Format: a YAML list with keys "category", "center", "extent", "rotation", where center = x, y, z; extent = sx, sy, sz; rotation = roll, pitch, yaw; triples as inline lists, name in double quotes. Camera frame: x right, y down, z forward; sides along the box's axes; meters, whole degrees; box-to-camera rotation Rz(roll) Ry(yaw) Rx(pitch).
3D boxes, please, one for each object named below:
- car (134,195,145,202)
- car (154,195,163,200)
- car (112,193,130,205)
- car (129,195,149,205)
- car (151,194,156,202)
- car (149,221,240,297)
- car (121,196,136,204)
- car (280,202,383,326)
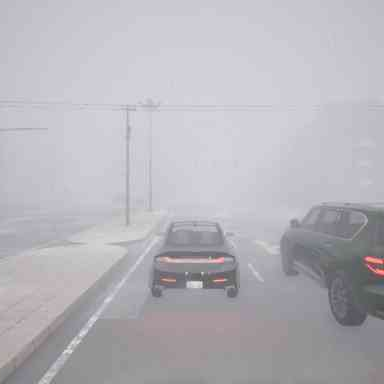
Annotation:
- category: "car"
  center: [-12.613, 1.476, 80.756]
  extent: [1.882, 1.535, 5.008]
  rotation: [0, 0, 0]
- category: "car"
  center: [-9.087, 1.422, 90.681]
  extent: [1.895, 1.301, 4.718]
  rotation: [0, 0, 0]
- category: "car"
  center: [-12.690, 1.219, 59.079]
  extent: [2.150, 2.045, 5.566]
  rotation: [0, 0, -1]
- category: "car"
  center: [-9.185, 1.546, 58.748]
  extent: [2.033, 1.411, 5.357]
  rotation: [0, 0, 0]
- category: "car"
  center: [-9.130, 1.538, 74.526]
  extent: [2.033, 1.411, 5.357]
  rotation: [0, 0, 0]
- category: "car"
  center: [0.074, 1.491, 8.531]
  extent: [2.128, 1.511, 4.902]
  rotation: [0, 0, 1]
- category: "car"
  center: [-12.647, 1.497, 66.841]
  extent: [2.128, 1.511, 4.902]
  rotation: [0, 0, 0]
- category: "car"
  center: [3.560, 1.222, 7.179]
  extent: [2.150, 2.045, 5.566]
  rotation: [0, 0, 1]
